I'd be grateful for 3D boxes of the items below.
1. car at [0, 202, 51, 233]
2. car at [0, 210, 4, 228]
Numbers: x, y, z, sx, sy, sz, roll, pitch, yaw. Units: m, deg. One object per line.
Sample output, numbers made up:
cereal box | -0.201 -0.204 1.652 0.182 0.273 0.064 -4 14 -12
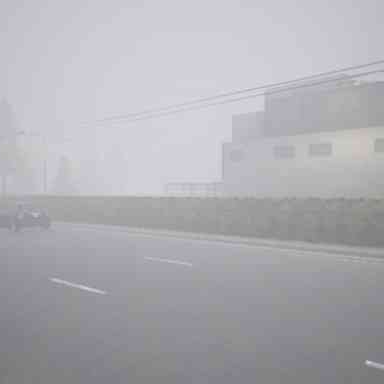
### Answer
car | -10.629 1.374 20.171 4.553 1.767 2.097 0 0 36
car | -11.616 1.622 16.576 4.718 1.301 1.895 0 0 36
